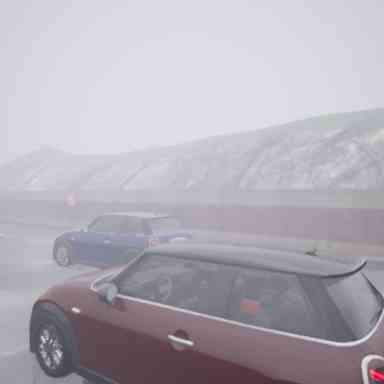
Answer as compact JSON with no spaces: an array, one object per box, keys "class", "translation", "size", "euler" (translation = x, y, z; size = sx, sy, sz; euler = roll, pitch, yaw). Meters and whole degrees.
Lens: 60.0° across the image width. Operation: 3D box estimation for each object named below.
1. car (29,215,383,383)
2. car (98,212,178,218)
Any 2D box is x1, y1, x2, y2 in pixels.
[{"class":"car","translation":[0.032,1.361,4.027],"size":[4.553,1.767,2.097],"euler":[0,0,35]},{"class":"car","translation":[-2.104,1.371,9.862],"size":[4.553,1.767,2.097],"euler":[0,0,36]}]
